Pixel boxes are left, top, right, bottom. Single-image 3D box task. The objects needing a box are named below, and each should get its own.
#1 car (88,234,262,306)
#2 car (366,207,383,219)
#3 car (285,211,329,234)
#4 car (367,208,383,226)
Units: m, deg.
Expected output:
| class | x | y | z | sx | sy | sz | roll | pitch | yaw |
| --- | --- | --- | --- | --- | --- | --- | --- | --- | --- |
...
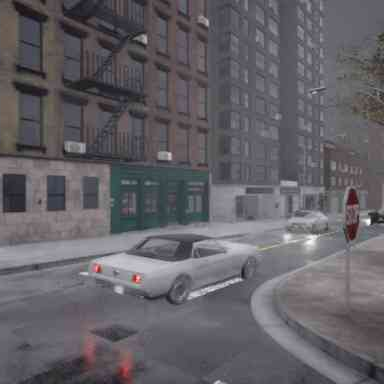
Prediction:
| class | x | y | z | sx | sy | sz | roll | pitch | yaw |
| --- | --- | --- | --- | --- | --- | --- | --- | --- | --- |
| car | -0.071 | 1.722 | 8.423 | 1.895 | 1.301 | 4.718 | 0 | -1 | 39 |
| car | 23.768 | 2.676 | 42.329 | 1.895 | 1.301 | 4.718 | 0 | -1 | 39 |
| car | 8.163 | 2.037 | 23.248 | 1.812 | 1.442 | 4.674 | 0 | -2 | 39 |
| car | 17.729 | 2.255 | 30.355 | 1.882 | 1.535 | 5.008 | 0 | -2 | 39 |
